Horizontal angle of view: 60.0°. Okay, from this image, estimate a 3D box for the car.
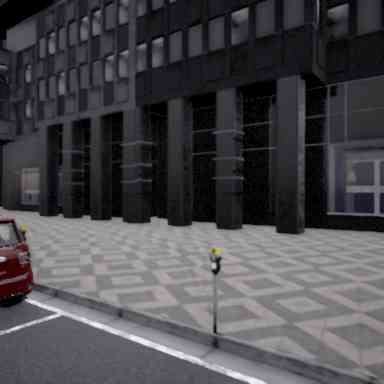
[{"bbox_3d":[-5.193,1.321,6.680,5.009,1.841,2.192,0,0,36],"label":"car"}]
